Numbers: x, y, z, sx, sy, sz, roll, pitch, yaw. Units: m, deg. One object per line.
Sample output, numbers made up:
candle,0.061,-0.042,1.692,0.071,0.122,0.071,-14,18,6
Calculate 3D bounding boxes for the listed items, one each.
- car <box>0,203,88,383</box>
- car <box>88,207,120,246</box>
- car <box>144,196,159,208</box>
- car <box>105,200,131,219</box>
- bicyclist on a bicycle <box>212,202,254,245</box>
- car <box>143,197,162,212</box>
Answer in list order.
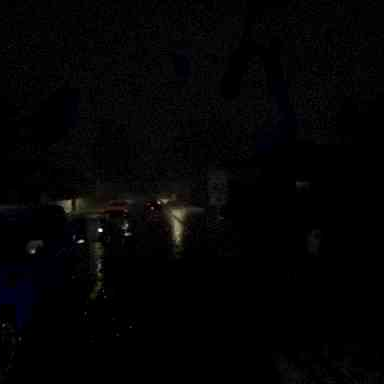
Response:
car,-3.407,1.264,5.392,2.150,2.045,5.566,-1,0,-7
car,-4.637,1.615,15.282,1.895,1.301,4.718,-1,0,-7
car,-5.789,1.396,47.784,2.033,1.411,5.357,-1,0,-7
car,-6.247,1.452,28.344,1.882,1.535,5.008,-1,0,-7
bicyclist on a bicycle,1.570,1.198,12.732,1.656,1.620,0.582,-2,0,-7
car,-4.368,1.392,36.621,1.837,1.490,4.892,-1,1,-7
